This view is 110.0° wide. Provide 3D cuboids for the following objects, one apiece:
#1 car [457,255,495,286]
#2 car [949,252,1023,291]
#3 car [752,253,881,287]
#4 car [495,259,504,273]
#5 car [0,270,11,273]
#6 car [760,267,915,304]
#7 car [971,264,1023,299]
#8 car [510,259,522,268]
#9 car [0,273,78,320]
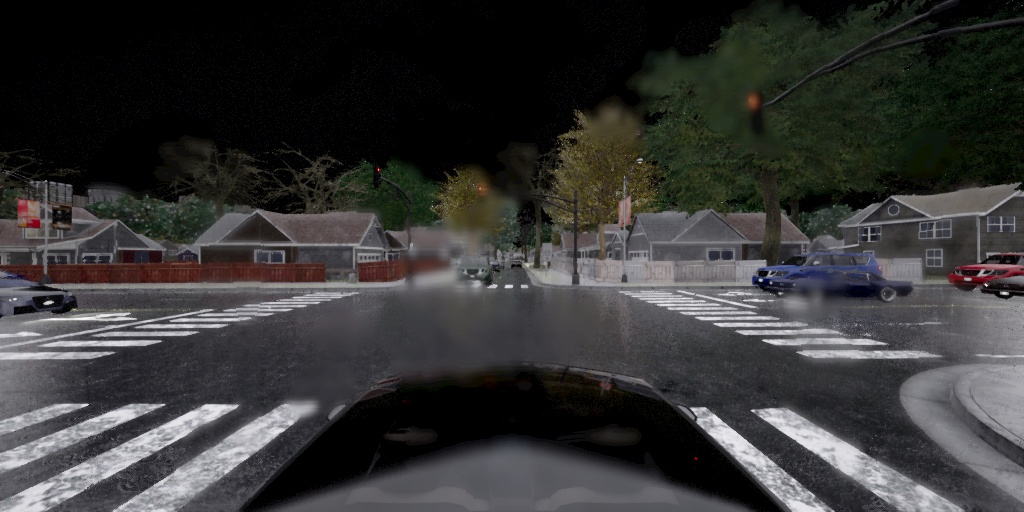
[{"bbox_3d":[-2.533,0.979,25.530,2.150,2.045,5.566,0,0,-1],"label":"car"},{"bbox_3d":[25.851,0.811,18.107,5.566,2.045,2.150,0,0,1],"label":"car"},{"bbox_3d":[15.485,0.868,18.291,5.566,2.045,2.150,0,0,1],"label":"car"},{"bbox_3d":[-2.400,1.322,44.560,2.033,1.411,5.357,0,0,1],"label":"car"},{"bbox_3d":[-28.903,1.389,18.996,5.008,1.535,1.882,0,0,1],"label":"car"},{"bbox_3d":[13.555,1.260,15.060,4.718,1.301,1.895,0,0,1],"label":"car"},{"bbox_3d":[23.205,1.153,14.903,5.357,1.411,2.033,0,0,1],"label":"car"},{"bbox_3d":[0.741,1.299,61.404,1.837,1.490,4.892,0,0,1],"label":"car"},{"bbox_3d":[-17.591,1.410,12.124,4.181,1.385,1.994,0,0,1],"label":"car"}]
